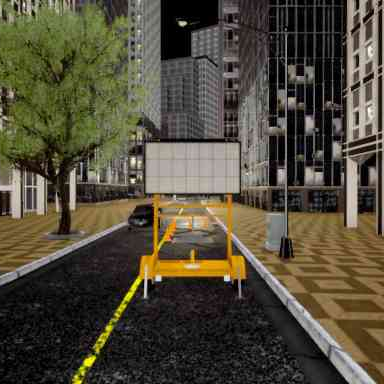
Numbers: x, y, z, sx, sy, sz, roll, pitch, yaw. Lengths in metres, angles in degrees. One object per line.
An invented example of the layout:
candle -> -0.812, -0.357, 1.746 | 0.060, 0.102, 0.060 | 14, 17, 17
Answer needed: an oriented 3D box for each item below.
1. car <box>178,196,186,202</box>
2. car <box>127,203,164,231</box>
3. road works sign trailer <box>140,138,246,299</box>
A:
car -> -2.444, 1.735, 80.540 | 1.895, 1.301, 4.718 | 0, 0, 2
car -> -2.808, 1.508, 20.781 | 1.837, 1.490, 4.892 | 0, 0, 0
road works sign trailer -> 0.017, 0.464, 8.403 | 2.380, 3.560, 2.880 | 0, 0, 0
